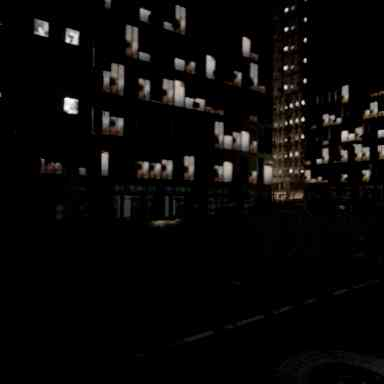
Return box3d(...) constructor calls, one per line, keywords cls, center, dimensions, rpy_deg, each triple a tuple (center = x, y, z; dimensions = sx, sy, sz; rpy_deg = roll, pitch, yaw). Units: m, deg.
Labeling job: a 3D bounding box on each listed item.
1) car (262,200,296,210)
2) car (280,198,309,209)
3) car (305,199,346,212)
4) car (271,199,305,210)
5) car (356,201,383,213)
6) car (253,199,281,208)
box3d(cls="car", center=(12.731, 1.841, 48.927), dimensions=(1.895, 1.301, 4.718), rpy_deg=(1, -1, -35))
box3d(cls="car", center=(16.444, 1.790, 53.539), dimensions=(1.967, 1.590, 4.097), rpy_deg=(0, -1, -35))
box3d(cls="car", center=(16.085, 1.543, 39.423), dimensions=(1.967, 1.590, 4.097), rpy_deg=(1, -1, -35))
box3d(cls="car", center=(12.927, 1.681, 43.941), dimensions=(1.752, 1.417, 4.829), rpy_deg=(1, -1, -35))
box3d(cls="car", center=(19.340, 1.630, 34.762), dimensions=(1.802, 1.307, 4.206), rpy_deg=(1, -1, -35))
box3d(cls="car", center=(13.092, 1.932, 58.336), dimensions=(1.752, 1.417, 4.829), rpy_deg=(0, -1, -35))
